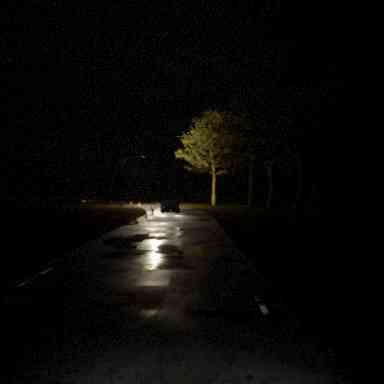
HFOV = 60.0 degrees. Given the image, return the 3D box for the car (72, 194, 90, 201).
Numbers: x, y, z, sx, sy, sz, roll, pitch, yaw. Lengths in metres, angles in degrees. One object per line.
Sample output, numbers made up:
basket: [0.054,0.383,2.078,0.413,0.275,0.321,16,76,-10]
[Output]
car: [-24.946,1.190,74.484,4.892,1.490,1.837,0,1,36]

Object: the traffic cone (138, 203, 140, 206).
traffic cone: [-8.154,1.851,51.368,0.340,0.580,0.340,0,1,-23]

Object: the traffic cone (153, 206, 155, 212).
traffic cone: [-3.911,1.943,32.825,0.340,0.580,0.340,0,0,-3]

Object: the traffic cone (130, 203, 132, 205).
traffic cone: [-10.214,1.810,55.681,0.340,0.580,0.340,0,1,-28]

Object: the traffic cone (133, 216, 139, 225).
traffic cone: [-3.849,1.947,22.944,0.340,0.580,0.340,0,0,0]

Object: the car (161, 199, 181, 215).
car: [-2.224,1.509,34.327,1.812,1.442,4.674,0,0,-5]
